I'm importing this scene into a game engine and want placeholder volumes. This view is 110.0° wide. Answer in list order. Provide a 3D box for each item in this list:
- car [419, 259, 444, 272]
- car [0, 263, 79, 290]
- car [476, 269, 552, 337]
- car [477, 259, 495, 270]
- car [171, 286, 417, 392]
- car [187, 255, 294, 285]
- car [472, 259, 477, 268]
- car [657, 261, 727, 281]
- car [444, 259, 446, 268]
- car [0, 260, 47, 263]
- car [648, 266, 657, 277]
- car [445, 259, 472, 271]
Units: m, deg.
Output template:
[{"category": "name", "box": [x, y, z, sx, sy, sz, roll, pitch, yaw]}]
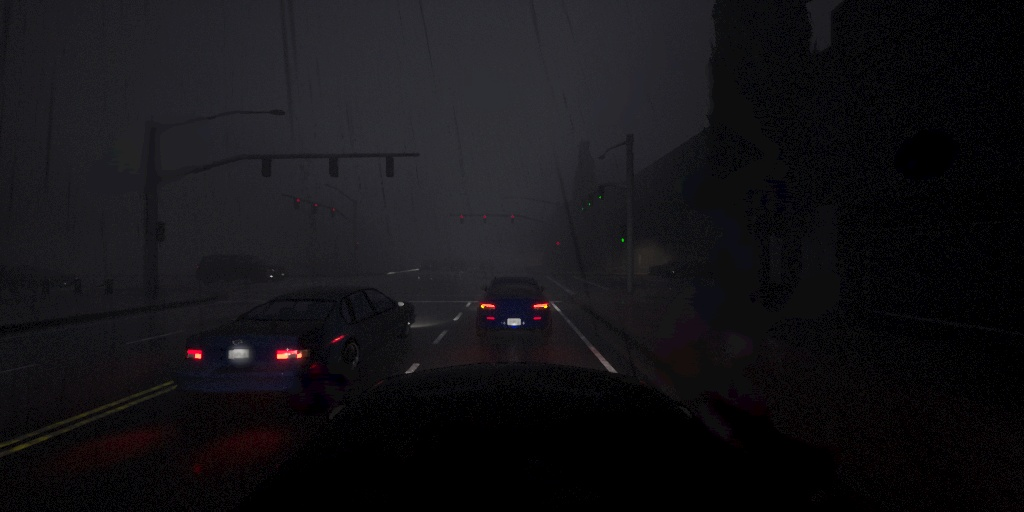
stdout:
[{"category": "car", "box": [-10.803, 1.227, 47.233, 1.882, 1.535, 5.008, 0, 0, 1]}, {"category": "car", "box": [-29.787, 1.297, 21.773, 5.357, 1.411, 2.033, 0, 0, 0]}, {"category": "car", "box": [0.058, 1.276, 10.161, 1.812, 1.442, 4.674, 0, 0, 0]}, {"category": "car", "box": [-3.524, 1.313, 51.709, 1.994, 1.385, 4.181, 0, 0, 1]}, {"category": "car", "box": [-3.449, 1.297, 7.060, 2.033, 1.411, 5.357, 0, 0, 0]}, {"category": "car", "box": [-19.110, 0.973, 25.455, 5.566, 2.045, 2.150, 0, 0, -2]}, {"category": "car", "box": [-7.009, 1.227, 60.631, 1.882, 1.535, 5.008, 0, 0, 2]}, {"category": "car", "box": [15.130, 1.253, 29.835, 4.892, 1.490, 1.837, 0, 0, 0]}, {"category": "car", "box": [-10.552, 1.254, 59.052, 1.837, 1.490, 4.892, 0, 0, 2]}, {"category": "car", "box": [-36.681, 1.227, 25.242, 5.008, 1.535, 1.882, 0, 0, 0]}, {"category": "car", "box": [15.229, 1.241, 33.335, 4.902, 1.511, 2.128, 0, 0, 0]}, {"category": "car", "box": [-7.270, 1.241, 49.284, 2.128, 1.511, 4.902, 0, 0, 1]}]
